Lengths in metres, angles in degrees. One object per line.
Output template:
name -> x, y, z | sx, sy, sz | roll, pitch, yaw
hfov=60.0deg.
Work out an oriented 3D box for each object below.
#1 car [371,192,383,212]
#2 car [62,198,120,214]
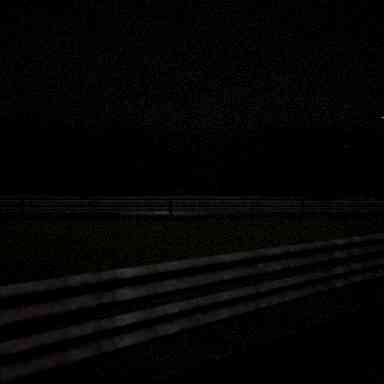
car -> 20.574, 1.019, 32.802 | 5.566, 2.045, 2.150 | 0, 0, -8
car -> -8.640, 1.142, 28.899 | 4.718, 1.301, 1.895 | 0, 0, -8
